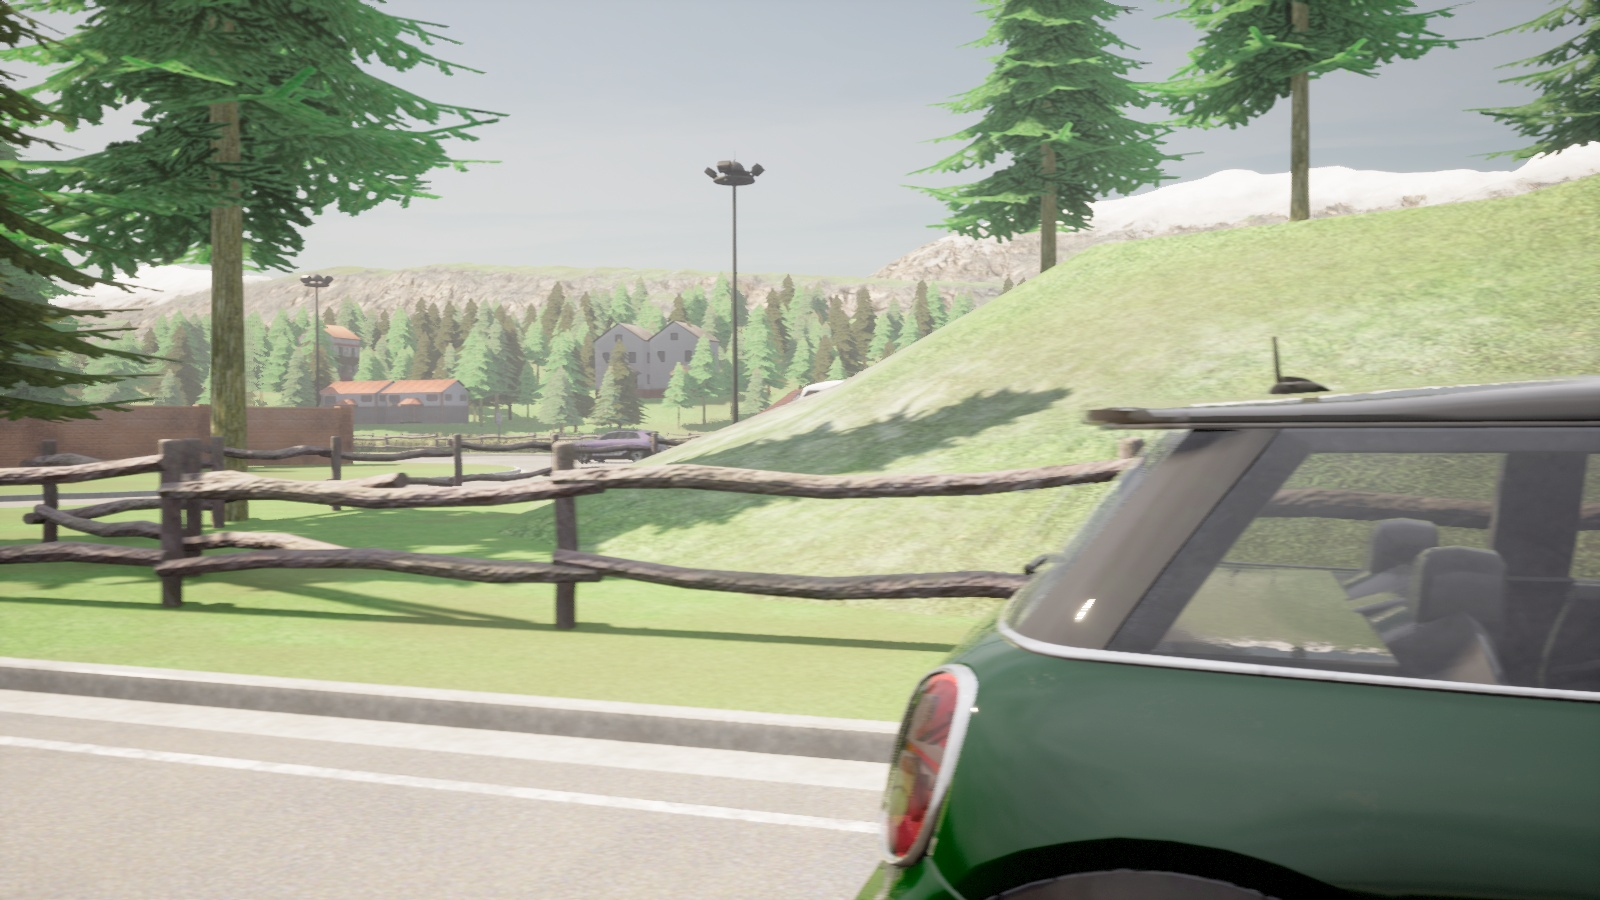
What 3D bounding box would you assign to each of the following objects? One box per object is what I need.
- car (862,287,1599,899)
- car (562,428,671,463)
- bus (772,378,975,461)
[{"bbox_3d":[2.594,0.657,2.318,4.553,1.767,2.097,1,1,19],"label":"car"},{"bbox_3d":[-8.920,-0.257,61.204,4.856,1.649,2.033,1,1,19],"label":"car"},{"bbox_3d":[3.993,-1.622,67.889,10.273,4.253,3.944,1,1,19],"label":"bus"}]
